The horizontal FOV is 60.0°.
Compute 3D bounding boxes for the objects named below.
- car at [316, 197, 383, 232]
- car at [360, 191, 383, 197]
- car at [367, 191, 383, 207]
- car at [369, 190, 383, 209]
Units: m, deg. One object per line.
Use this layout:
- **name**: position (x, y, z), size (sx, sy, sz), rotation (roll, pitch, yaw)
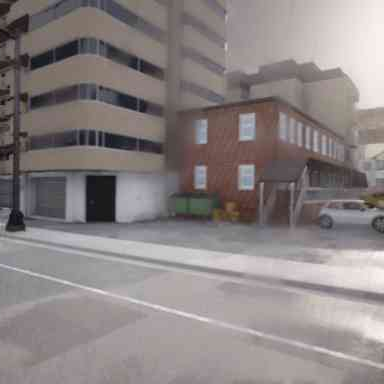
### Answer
- **car**: position (8.411, 1.165, 16.880), size (3.806, 1.475, 1.970), rotation (0, 0, 36)
- **car**: position (13.996, 0.815, 22.843), size (5.027, 1.636, 2.152), rotation (1, 1, 36)
- **car**: position (19.321, 0.656, 30.712), size (5.357, 1.415, 2.033), rotation (1, 0, 36)
- **car**: position (17.484, 0.663, 28.337), size (3.988, 1.617, 1.851), rotation (0, 0, 36)
